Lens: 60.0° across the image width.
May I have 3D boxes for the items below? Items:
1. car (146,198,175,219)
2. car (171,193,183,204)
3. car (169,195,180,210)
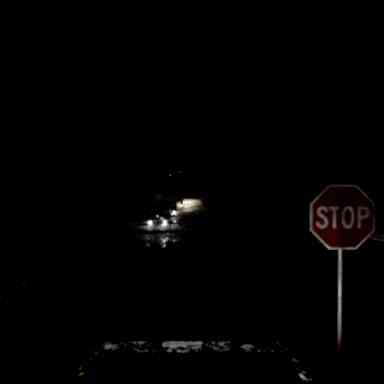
[{"bbox_3d":[-2.819,1.521,29.276,2.033,1.411,5.357,0,0,-1],"label":"car"},{"bbox_3d":[-2.793,1.145,59.689,2.150,2.045,5.566,0,0,1],"label":"car"},{"bbox_3d":[-2.843,1.484,41.134,1.812,1.442,4.674,0,1,0],"label":"car"}]
